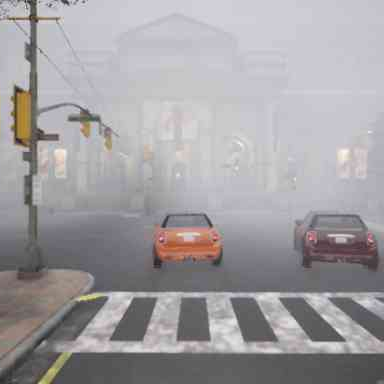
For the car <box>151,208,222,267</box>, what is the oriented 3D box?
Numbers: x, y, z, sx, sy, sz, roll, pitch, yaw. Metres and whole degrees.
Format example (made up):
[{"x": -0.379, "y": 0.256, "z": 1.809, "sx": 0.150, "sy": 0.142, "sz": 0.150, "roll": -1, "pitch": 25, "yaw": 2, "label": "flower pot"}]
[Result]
[{"x": -0.345, "y": 1.393, "z": 11.824, "sx": 2.097, "sy": 1.767, "sz": 4.553, "roll": 0, "pitch": 0, "yaw": -7, "label": "car"}]

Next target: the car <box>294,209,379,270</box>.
[{"x": 4.732, "y": 1.392, "z": 11.481, "sx": 2.097, "sy": 1.767, "sz": 4.553, "roll": 0, "pitch": 0, "yaw": 14, "label": "car"}]
